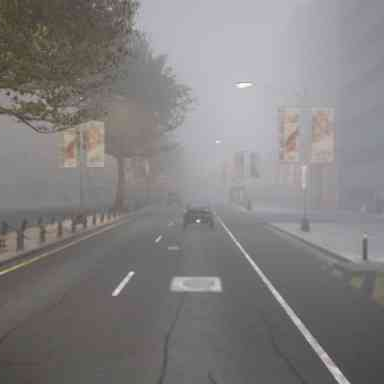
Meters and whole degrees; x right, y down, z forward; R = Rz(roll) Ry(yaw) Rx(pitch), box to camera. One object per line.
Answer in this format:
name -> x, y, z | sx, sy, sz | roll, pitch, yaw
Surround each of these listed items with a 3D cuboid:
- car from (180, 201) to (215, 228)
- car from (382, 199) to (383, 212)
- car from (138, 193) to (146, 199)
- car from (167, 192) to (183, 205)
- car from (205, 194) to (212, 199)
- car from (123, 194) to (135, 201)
car -> 0.409, 1.416, 21.619 | 1.837, 1.490, 4.892 | 0, 0, 1
car -> 19.790, 1.350, 32.066 | 2.161, 1.482, 4.786 | 0, 0, 1
car -> -13.651, 1.054, 89.087 | 1.882, 1.535, 5.008 | 0, 0, 1
car -> -2.629, 0.998, 51.573 | 2.150, 2.045, 5.566 | 0, 0, 1
car -> 4.650, 1.229, 92.304 | 1.895, 1.301, 4.718 | 0, 0, 1
car -> -13.895, 1.125, 73.256 | 1.882, 1.535, 5.008 | 0, 0, 1
